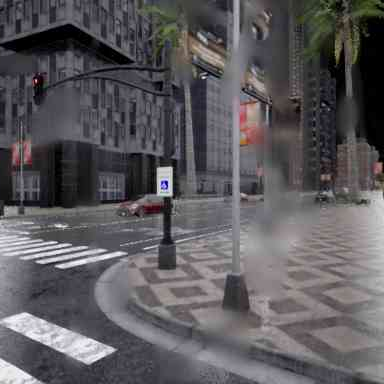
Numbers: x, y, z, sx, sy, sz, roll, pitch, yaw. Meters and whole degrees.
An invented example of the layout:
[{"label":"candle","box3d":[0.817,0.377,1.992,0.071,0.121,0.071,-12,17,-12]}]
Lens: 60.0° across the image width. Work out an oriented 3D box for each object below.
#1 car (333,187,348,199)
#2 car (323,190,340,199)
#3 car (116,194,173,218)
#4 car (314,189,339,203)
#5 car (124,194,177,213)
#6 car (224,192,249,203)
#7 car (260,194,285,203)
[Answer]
[{"label":"car","box3d":[23.683,0.229,52.762,2.150,2.045,5.566,0,1,36]},{"label":"car","box3d":[25.769,0.349,61.321,1.882,1.535,5.008,0,1,36]},{"label":"car","box3d":[-3.660,0.977,25.743,2.097,1.767,4.553,0,1,35]},{"label":"car","box3d":[17.823,0.674,44.481,1.837,1.490,4.892,0,1,35]},{"label":"car","box3d":[-3.803,1.035,31.164,2.128,1.511,4.902,0,1,35]},{"label":"car","box3d":[6.078,0.779,45.059,1.812,1.442,4.674,0,1,36]},{"label":"car","box3d":[11.413,0.732,46.912,2.033,1.411,5.357,0,1,36]}]
